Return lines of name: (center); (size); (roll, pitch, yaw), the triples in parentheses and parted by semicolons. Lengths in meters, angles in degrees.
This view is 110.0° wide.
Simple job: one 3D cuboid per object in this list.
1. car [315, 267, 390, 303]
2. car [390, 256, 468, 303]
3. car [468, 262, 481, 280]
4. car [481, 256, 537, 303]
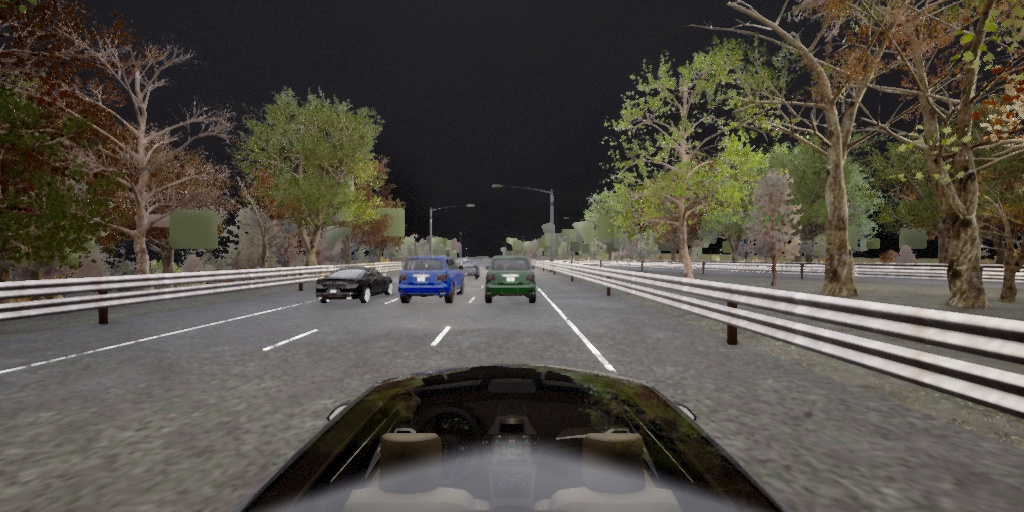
car: (-7.075, 1.237, 16.620); (1.882, 1.535, 5.008); (0, 0, -1)
car: (-3.576, 1.010, 16.685); (2.150, 2.045, 5.566); (0, 0, -1)
car: (-3.798, 1.258, 31.706); (2.128, 1.511, 4.902); (0, 0, -1)
car: (-0.076, 1.010, 16.720); (2.150, 2.045, 5.566); (0, 0, -1)
